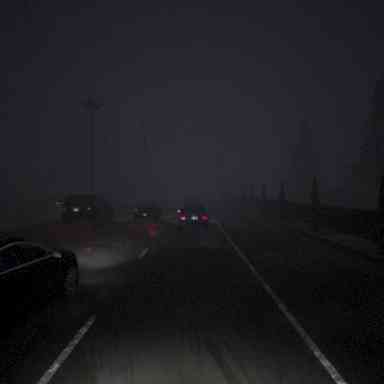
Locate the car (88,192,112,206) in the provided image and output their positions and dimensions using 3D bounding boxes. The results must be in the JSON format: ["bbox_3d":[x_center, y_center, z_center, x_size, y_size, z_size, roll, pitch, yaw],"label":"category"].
[{"bbox_3d":[-14.065,1.068,51.338,2.150,2.045,5.566,0,0,0],"label":"car"}]

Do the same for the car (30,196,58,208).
[{"bbox_3d":[-21.058,1.383,47.501,1.812,1.442,4.674,0,0,0],"label":"car"}]

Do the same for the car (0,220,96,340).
[{"bbox_3d":[-3.401,1.475,5.410,2.128,1.511,4.902,0,0,0],"label":"car"}]

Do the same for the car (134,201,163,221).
[{"bbox_3d":[-3.400,1.447,26.296,1.812,1.442,4.674,0,0,0],"label":"car"}]

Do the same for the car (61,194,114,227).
[{"bbox_3d":[-6.899,1.154,22.468,2.150,2.045,5.566,0,0,0],"label":"car"}]

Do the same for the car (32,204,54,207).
[{"bbox_3d":[-17.588,1.367,41.612,2.128,1.511,4.902,0,0,0],"label":"car"}]

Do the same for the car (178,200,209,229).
[{"bbox_3d":[0.099,1.485,20.907,2.033,1.411,5.357,0,0,0],"label":"car"}]

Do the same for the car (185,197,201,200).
[{"bbox_3d":[0.101,1.350,42.570,1.882,1.535,5.008,0,0,0],"label":"car"}]
